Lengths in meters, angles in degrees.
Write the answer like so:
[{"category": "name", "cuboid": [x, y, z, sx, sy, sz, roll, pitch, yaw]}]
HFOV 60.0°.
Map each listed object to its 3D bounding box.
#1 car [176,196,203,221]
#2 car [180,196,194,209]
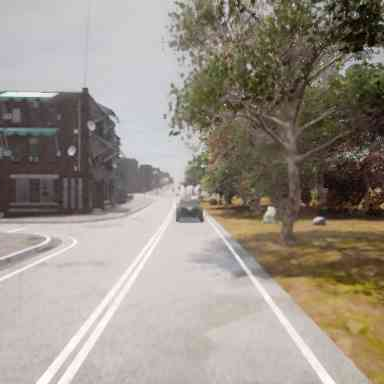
[{"category": "car", "cuboid": [-0.230, 1.329, 27.172, 2.097, 1.767, 4.553, 0, 0, -1]}, {"category": "car", "cuboid": [-0.772, 1.373, 45.460, 1.837, 1.490, 4.892, 0, 1, -2]}]
